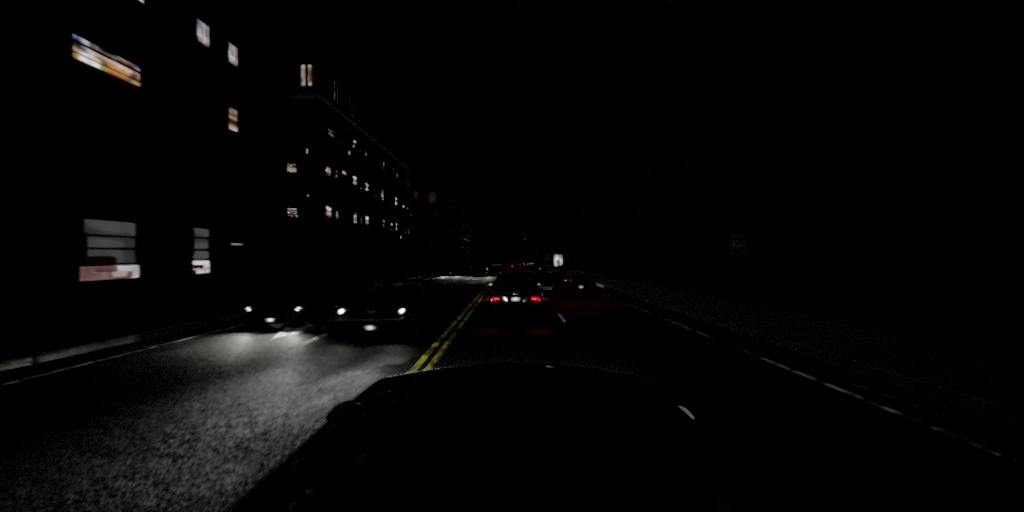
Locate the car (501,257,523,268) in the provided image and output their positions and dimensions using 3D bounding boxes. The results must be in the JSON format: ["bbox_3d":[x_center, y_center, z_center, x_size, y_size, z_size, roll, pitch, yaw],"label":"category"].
[{"bbox_3d":[0.024,1.106,39.124,2.150,2.045,5.566,0,0,0],"label":"car"}]

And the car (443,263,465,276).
[{"bbox_3d":[-6.502,1.472,40.856,2.033,1.411,5.357,0,0,1],"label":"car"}]

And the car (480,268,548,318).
[{"bbox_3d":[0.105,1.338,13.149,2.033,1.411,5.357,0,0,0],"label":"car"}]

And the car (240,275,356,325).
[{"bbox_3d":[-6.600,1.372,12.442,2.033,1.411,5.357,0,0,0],"label":"car"}]

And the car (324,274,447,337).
[{"bbox_3d":[-3.350,1.402,10.692,1.895,1.301,4.718,0,0,0],"label":"car"}]

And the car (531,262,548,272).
[{"bbox_3d":[3.323,1.447,43.914,1.994,1.385,4.181,0,0,1],"label":"car"}]

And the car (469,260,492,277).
[{"bbox_3d":[-3.282,1.248,38.078,2.097,1.767,4.553,0,0,1],"label":"car"}]

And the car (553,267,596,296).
[{"bbox_3d":[3.358,1.321,19.726,1.812,1.442,4.674,0,0,0],"label":"car"}]
